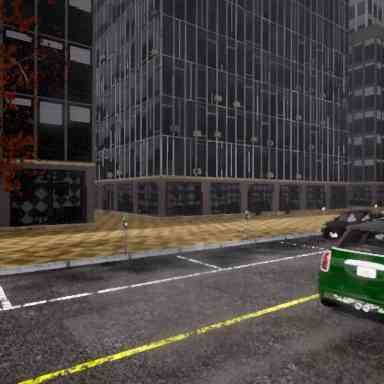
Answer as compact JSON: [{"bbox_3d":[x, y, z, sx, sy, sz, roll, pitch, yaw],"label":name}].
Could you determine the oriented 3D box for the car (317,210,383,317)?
[{"bbox_3d":[4.610,1.350,6.722,4.553,1.767,2.097,0,0,-35],"label":"car"}]
